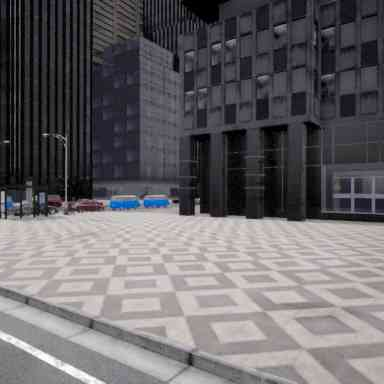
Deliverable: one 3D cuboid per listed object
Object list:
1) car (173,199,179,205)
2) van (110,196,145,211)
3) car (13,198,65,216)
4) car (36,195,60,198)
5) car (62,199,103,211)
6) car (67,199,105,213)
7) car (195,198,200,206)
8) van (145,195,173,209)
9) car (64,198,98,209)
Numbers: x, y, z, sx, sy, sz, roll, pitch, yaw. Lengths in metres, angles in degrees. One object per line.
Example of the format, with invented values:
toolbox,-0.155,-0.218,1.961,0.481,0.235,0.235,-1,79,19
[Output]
car,-1.575,1.571,59.266,1.895,1.301,4.718,0,0,36
van,-8.055,1.331,40.211,1.690,1.788,3.998,0,0,35
car,-14.640,1.548,30.960,2.008,1.369,4.403,0,0,35
car,-18.293,1.284,40.527,2.192,1.841,5.009,0,0,35
car,-13.831,1.575,42.205,1.895,1.301,4.718,0,0,35
car,-11.348,1.576,35.585,1.802,1.307,4.206,0,0,35
car,1.821,1.569,54.087,1.802,1.307,4.206,0,0,35
van,-4.763,1.329,44.836,1.690,1.788,3.998,0,0,35
car,-15.002,1.548,45.153,1.802,1.307,4.206,0,0,35
